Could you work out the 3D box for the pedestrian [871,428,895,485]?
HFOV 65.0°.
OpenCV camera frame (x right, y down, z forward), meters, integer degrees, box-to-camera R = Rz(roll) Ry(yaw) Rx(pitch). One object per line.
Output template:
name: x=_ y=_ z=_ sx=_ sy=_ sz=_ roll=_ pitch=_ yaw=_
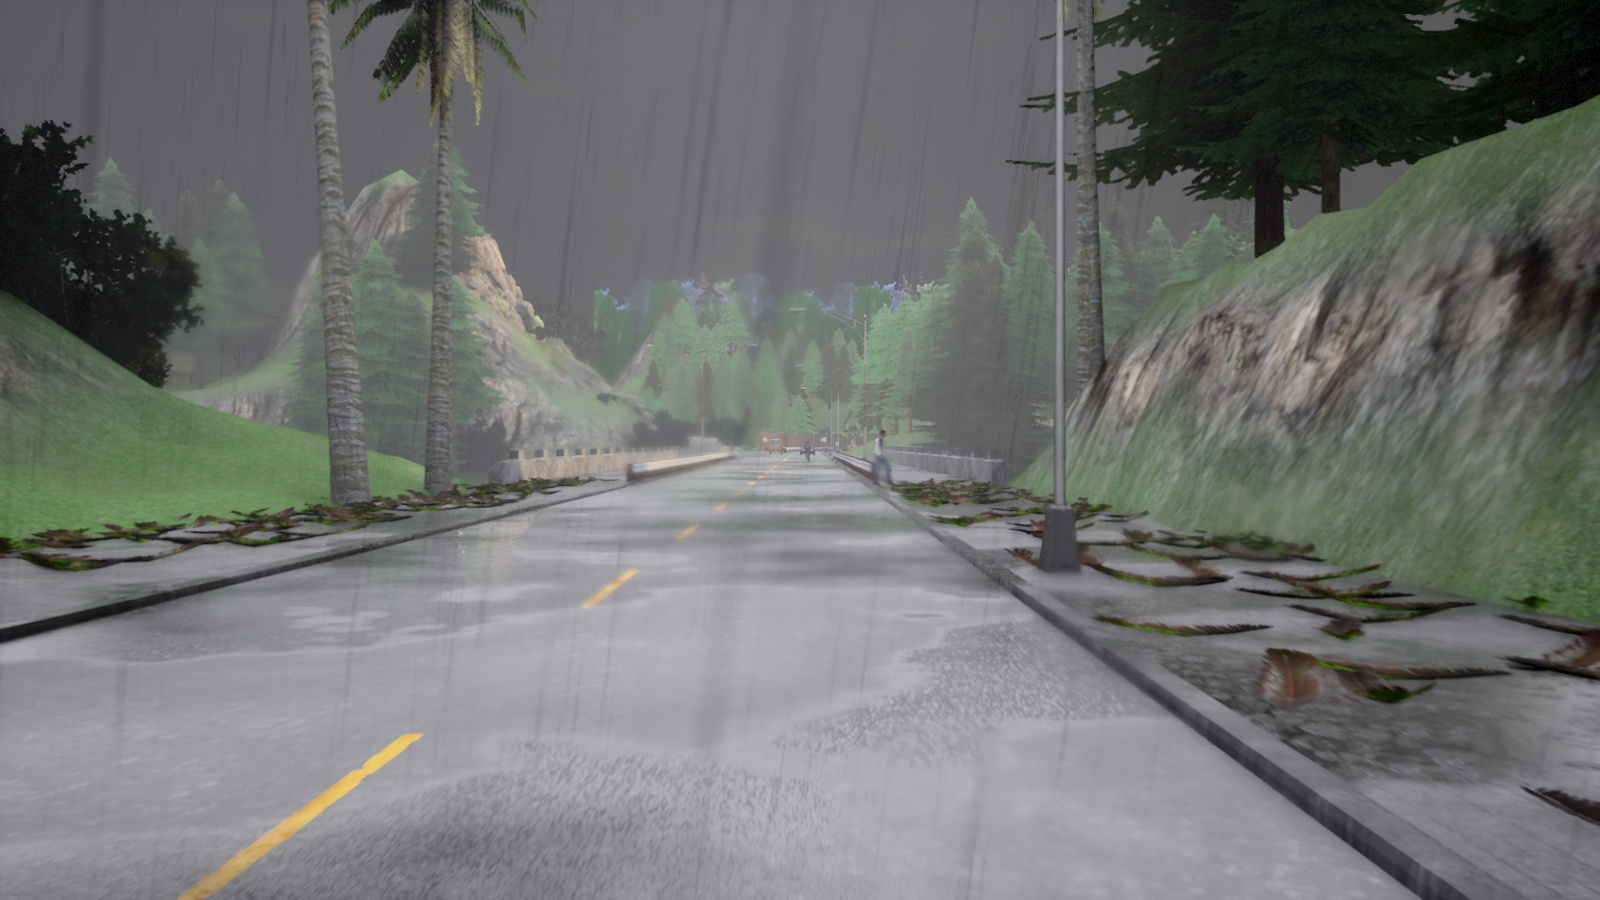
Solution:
pedestrian: x=2.704 y=0.218 z=41.014 sx=0.706 sy=1.836 sz=0.354 roll=0 pitch=0 yaw=-23
